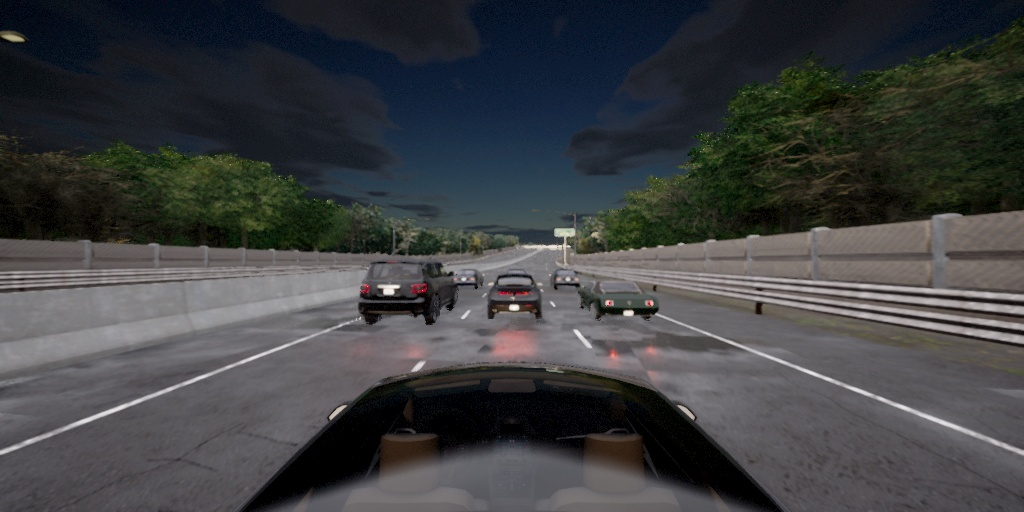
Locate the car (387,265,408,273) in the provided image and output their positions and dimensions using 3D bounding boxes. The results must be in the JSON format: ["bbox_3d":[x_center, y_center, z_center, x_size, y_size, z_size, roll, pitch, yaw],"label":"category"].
[{"bbox_3d":[-19.462,2.231,61.258,1.895,1.301,4.718,0,-1,3],"label":"car"}]

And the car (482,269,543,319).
[{"bbox_3d":[0.124,1.411,13.590,1.837,1.490,4.892,0,-1,1],"label":"car"}]

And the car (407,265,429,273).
[{"bbox_3d":[-15.965,2.179,61.122,2.033,1.411,5.357,0,-1,4],"label":"car"}]

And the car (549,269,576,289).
[{"bbox_3d":[3.822,1.657,26.484,2.033,1.411,5.357,0,-1,2],"label":"car"}]

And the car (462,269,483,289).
[{"bbox_3d":[-3.177,1.654,26.620,2.033,1.411,5.357,0,-1,2],"label":"car"}]

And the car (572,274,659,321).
[{"bbox_3d":[3.616,1.504,13.189,1.895,1.301,4.718,0,-1,1],"label":"car"}]

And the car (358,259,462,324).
[{"bbox_3d":[-3.395,1.116,12.725,2.150,2.045,5.566,0,-1,1],"label":"car"}]
